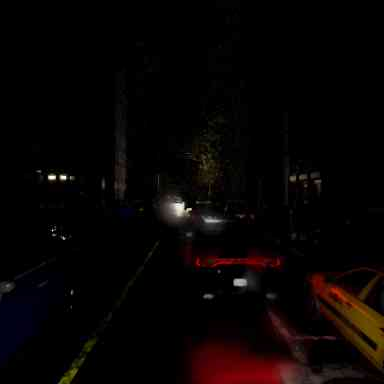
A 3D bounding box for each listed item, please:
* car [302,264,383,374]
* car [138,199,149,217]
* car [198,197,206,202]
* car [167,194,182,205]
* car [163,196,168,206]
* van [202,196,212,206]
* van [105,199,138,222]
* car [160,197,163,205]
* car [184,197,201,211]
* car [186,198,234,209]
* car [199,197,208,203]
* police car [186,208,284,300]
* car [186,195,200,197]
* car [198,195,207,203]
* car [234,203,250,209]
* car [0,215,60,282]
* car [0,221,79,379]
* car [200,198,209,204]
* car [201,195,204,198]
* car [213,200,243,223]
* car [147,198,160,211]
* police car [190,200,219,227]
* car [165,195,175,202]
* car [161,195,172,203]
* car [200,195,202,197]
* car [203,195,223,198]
[{"bbox_3d":[2.855,1.537,4.428,1.752,1.417,4.829,0,0,1],"label":"car"},{"bbox_3d":[-5.746,1.674,32.416,1.947,1.339,4.313,0,0,0],"label":"car"},{"bbox_3d":[2.641,1.981,88.816,1.887,1.381,4.507,0,0,0],"label":"car"},{"bbox_3d":[-3.161,1.502,66.022,2.150,2.045,5.566,0,0,0],"label":"car"},{"bbox_3d":[-5.815,1.834,60.611,1.802,1.307,4.206,0,0,0],"label":"car"},{"bbox_3d":[2.711,1.593,60.621,1.690,1.788,3.998,0,0,0],"label":"van"},{"bbox_3d":[-5.732,1.425,26.778,1.690,1.788,3.998,0,0,0],"label":"van"},{"bbox_3d":[-5.788,1.738,49.333,1.887,1.381,4.507,0,0,0],"label":"car"},{"bbox_3d":[-0.084,1.694,44.400,1.812,1.442,4.674,0,0,0],"label":"car"},{"bbox_3d":[0.854,1.405,18.505,2.097,1.767,4.553,0,0,0],"label":"car"},{"bbox_3d":[2.668,1.921,77.536,1.947,1.339,4.313,0,0,0],"label":"car"},{"bbox_3d":[0.878,1.449,8.644,1.930,1.638,5.238,0,0,0],"label":"police car"},{"bbox_3d":[-0.140,1.457,57.442,2.150,2.045,5.566,0,0,0],"label":"car"},{"bbox_3d":[2.654,1.711,83.178,2.192,1.841,5.009,0,0,0],"label":"car"},{"bbox_3d":[2.807,1.503,21.145,1.967,1.590,4.097,0,0,0],"label":"car"},{"bbox_3d":[-5.691,1.553,9.653,1.752,1.417,4.829,0,0,1],"label":"car"},{"bbox_3d":[-3.111,1.364,4.199,2.097,1.767,4.553,0,0,0],"label":"car"},{"bbox_3d":[2.682,1.898,71.898,1.802,1.307,4.206,0,0,0],"label":"car"},{"bbox_3d":[2.752,1.479,43.702,2.192,1.841,5.009,0,0,0],"label":"car"},{"bbox_3d":[2.793,1.524,26.783,1.967,1.590,4.097,0,0,0],"label":"car"},{"bbox_3d":[-5.774,1.604,43.695,1.967,1.590,4.097,0,0,0],"label":"car"},{"bbox_3d":[0.839,1.501,24.645,1.930,1.638,5.238,0,0,0],"label":"police car"},{"bbox_3d":[-5.885,1.752,88.805,2.192,1.841,5.009,0,0,0],"label":"car"},{"bbox_3d":[-5.858,1.670,77.527,2.192,1.841,5.009,0,0,0],"label":"car"},{"bbox_3d":[2.724,1.663,54.980,1.967,1.590,4.097,0,0,0],"label":"car"},{"bbox_3d":[2.765,1.451,38.063,2.192,1.841,5.009,0,0,0],"label":"car"}]
